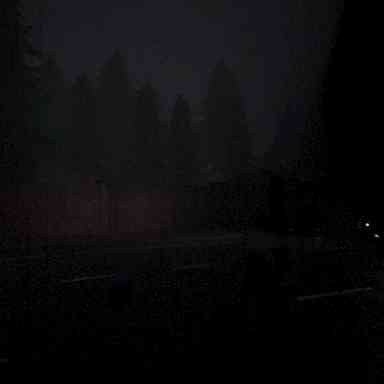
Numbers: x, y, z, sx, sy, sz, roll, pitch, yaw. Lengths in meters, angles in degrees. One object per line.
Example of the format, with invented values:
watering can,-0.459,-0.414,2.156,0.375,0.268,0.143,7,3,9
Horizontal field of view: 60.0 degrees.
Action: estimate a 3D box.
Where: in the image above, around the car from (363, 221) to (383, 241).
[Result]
car,10.027,1.554,14.429,4.718,1.301,1.895,0,0,-8
